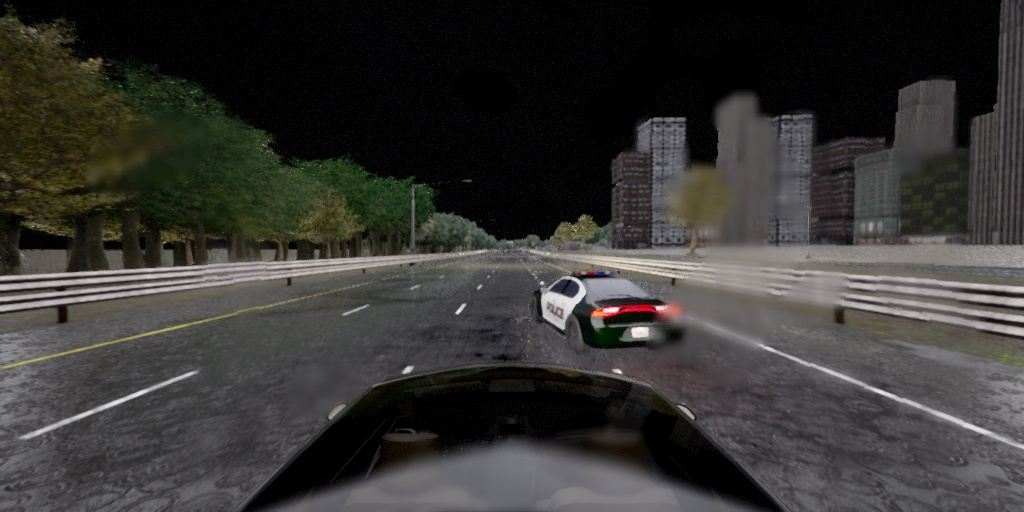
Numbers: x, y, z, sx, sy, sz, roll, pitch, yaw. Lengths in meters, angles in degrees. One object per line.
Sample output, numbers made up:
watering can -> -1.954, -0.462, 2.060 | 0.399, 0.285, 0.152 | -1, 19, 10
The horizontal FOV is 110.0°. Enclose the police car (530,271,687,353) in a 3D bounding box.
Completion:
police car -> 1.822, 1.145, 8.713 | 2.038, 1.542, 4.974 | 0, 1, -11
